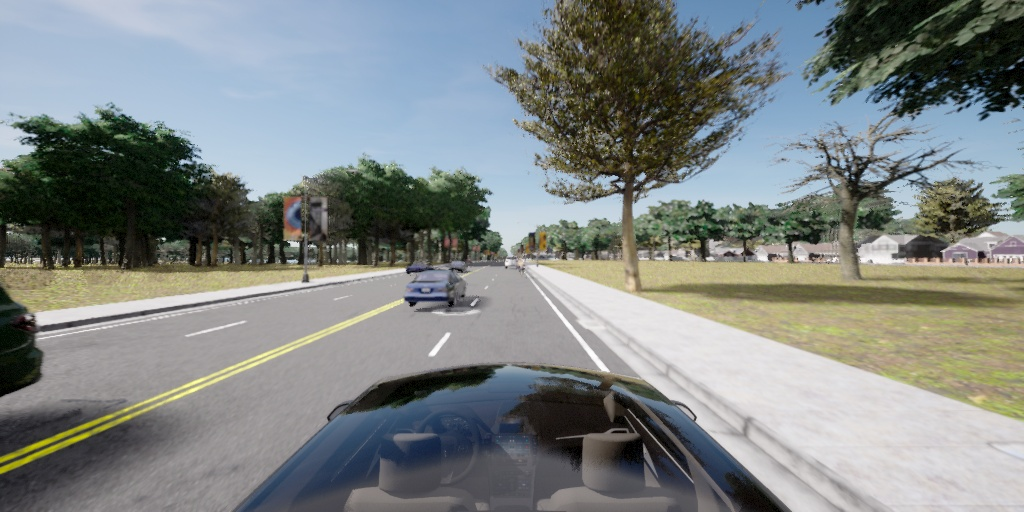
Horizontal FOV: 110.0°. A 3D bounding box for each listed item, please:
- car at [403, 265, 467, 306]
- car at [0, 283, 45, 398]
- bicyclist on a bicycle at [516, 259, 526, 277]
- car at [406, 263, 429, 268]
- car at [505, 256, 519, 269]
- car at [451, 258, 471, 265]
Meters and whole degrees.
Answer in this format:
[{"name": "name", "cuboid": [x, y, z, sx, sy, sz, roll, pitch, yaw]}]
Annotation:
[{"name": "car", "cuboid": [-3.145, 1.296, 15.607, 2.033, 1.411, 5.357, 0, 0, 0]}, {"name": "car", "cuboid": [-6.600, 0.971, 1.820, 2.150, 2.045, 5.566, 0, 0, 0]}, {"name": "bicyclist on a bicycle", "cuboid": [0.894, 1.187, 32.527, 0.866, 1.612, 1.509, 0, 0, 0]}, {"name": "car", "cuboid": [-9.830, 1.355, 38.191, 1.895, 1.301, 4.718, 0, 0, 0]}, {"name": "car", "cuboid": [0.031, 0.991, 57.445, 2.150, 2.045, 5.566, 0, 0, 0]}, {"name": "car", "cuboid": [-6.575, 1.304, 43.544, 2.033, 1.411, 5.357, 0, 0, 0]}]
